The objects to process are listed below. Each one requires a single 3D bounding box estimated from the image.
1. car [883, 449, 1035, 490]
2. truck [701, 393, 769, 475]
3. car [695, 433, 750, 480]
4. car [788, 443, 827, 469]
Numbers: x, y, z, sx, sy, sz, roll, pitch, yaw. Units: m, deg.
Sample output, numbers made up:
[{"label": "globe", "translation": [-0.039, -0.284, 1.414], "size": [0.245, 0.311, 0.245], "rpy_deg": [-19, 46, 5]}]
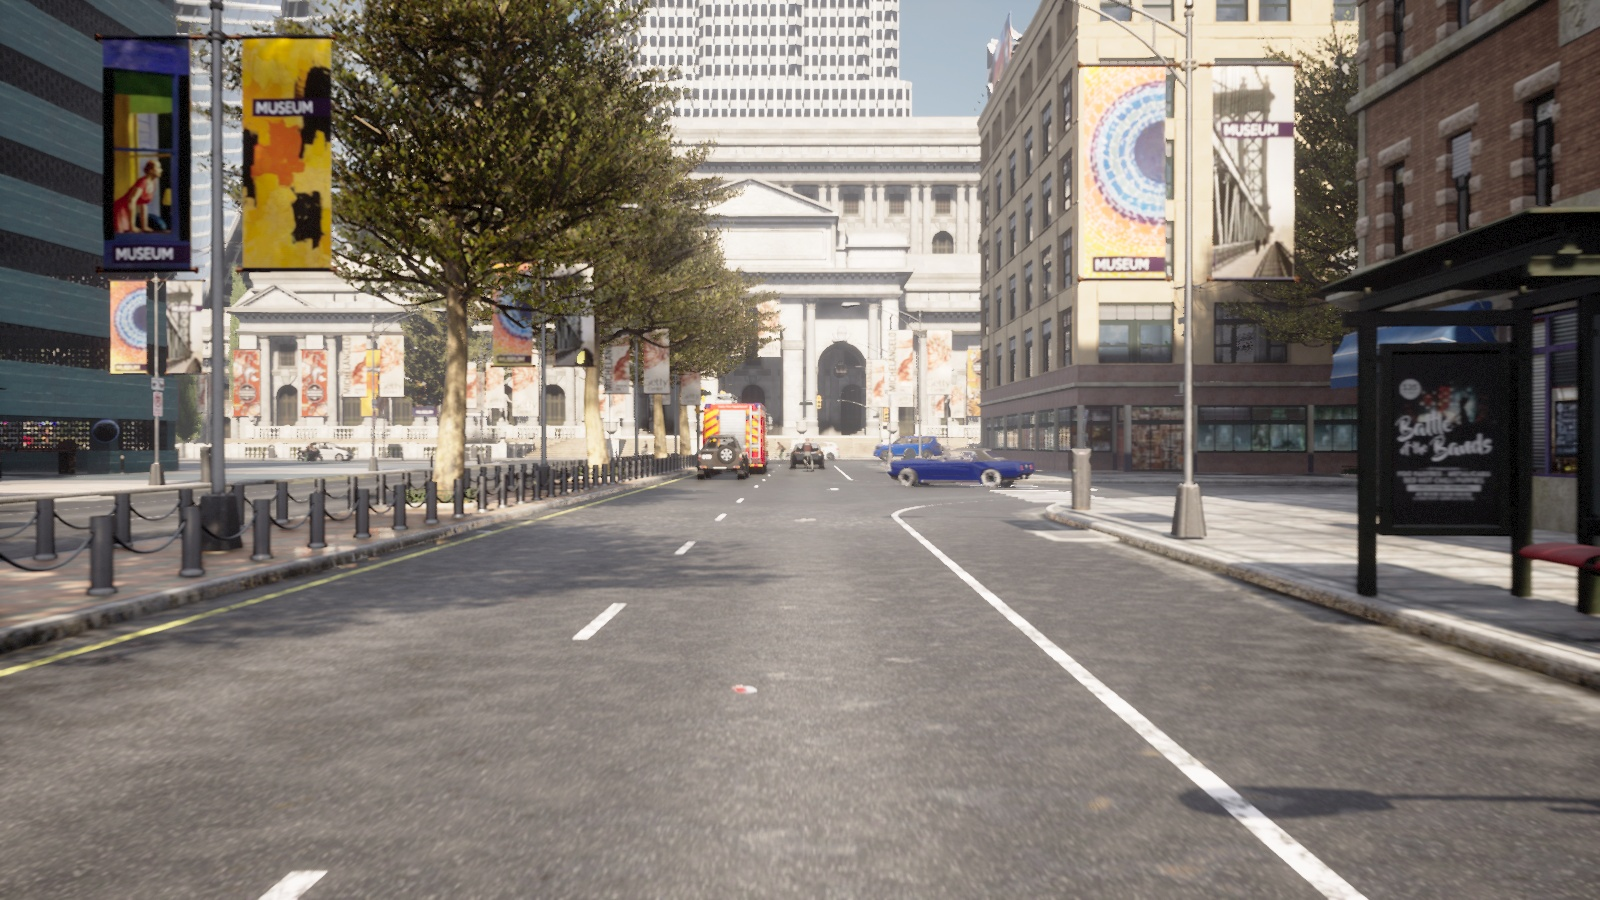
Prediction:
[{"label": "car", "translation": [5.322, 0.614, 42.163], "size": [4.718, 1.301, 1.895], "rpy_deg": [0, 0, 26]}, {"label": "truck", "translation": [-3.128, -0.775, 62.819], "size": [2.891, 3.827, 8.468], "rpy_deg": [0, 0, 0]}, {"label": "car", "translation": [-3.188, 0.263, 52.413], "size": [1.932, 1.855, 4.605], "rpy_deg": [0, 0, 1]}, {"label": "car", "translation": [0.429, 0.335, 73.089], "size": [2.163, 1.488, 4.792], "rpy_deg": [0, 0, 0]}]
